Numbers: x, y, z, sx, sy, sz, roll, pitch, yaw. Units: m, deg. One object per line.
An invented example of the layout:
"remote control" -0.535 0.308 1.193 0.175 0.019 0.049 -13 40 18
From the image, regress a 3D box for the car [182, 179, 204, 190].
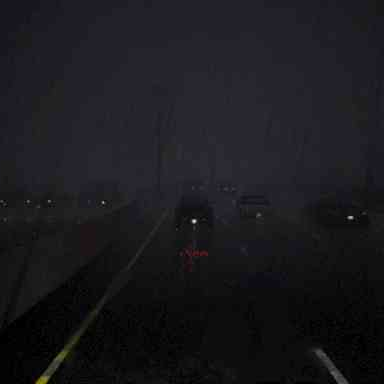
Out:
"car" 0.102 -0.439 36.778 2.150 2.045 5.566 0 3 0

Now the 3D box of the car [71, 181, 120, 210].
"car" -7.105 0.168 25.797 2.150 2.045 5.566 0 3 0

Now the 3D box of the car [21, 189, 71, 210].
"car" -10.597 0.583 25.173 1.895 1.301 4.718 0 3 0

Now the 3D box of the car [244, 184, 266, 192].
"car" 7.102 -0.227 37.830 2.128 1.511 4.902 0 3 0

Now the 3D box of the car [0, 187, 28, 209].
"car" -14.096 0.437 26.074 1.837 1.490 4.892 0 3 0

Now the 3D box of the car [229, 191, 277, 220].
"car" 3.601 0.870 19.976 1.895 1.301 4.718 0 3 0

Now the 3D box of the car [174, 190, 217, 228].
"car" 0.100 0.918 17.411 1.837 1.490 4.892 0 3 0

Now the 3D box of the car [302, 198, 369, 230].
"car" 7.100 1.005 16.888 1.994 1.385 4.181 0 3 0

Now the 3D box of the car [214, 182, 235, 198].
"car" 3.602 -0.346 37.448 2.097 1.767 4.553 0 3 0
